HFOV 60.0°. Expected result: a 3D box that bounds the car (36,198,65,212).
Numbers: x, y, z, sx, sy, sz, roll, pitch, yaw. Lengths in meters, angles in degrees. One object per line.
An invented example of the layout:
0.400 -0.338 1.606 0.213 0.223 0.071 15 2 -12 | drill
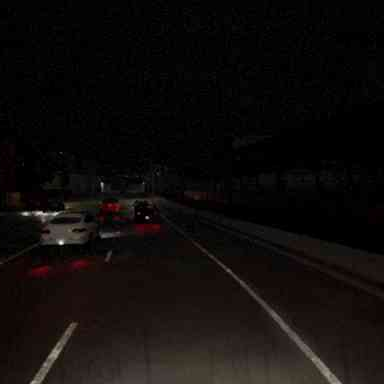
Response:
-16.940 1.797 40.832 2.033 1.411 5.357 -1 0 -9 | car

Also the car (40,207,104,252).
-5.084 1.592 14.236 1.812 1.442 4.674 -1 0 -9 | car

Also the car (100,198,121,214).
-9.042 1.487 37.269 2.097 1.767 4.553 -1 0 -10 | car

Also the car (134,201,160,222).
-3.737 1.652 27.186 1.895 1.301 4.718 -1 0 -10 | car

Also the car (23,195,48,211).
-21.296 1.516 45.773 2.150 2.045 5.566 -1 1 -9 | car
